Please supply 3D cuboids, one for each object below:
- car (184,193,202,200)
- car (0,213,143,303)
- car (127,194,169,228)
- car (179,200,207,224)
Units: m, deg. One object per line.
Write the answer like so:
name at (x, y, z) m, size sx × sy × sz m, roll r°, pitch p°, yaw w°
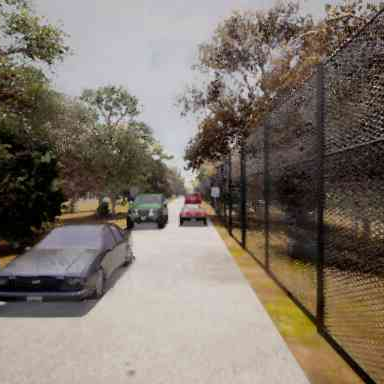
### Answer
car at (0.117, 1.075, 43.362) m, size 2.150 × 2.045 × 5.566 m, roll 0°, pitch 0°, yaw 0°
car at (-2.775, 1.518, 8.566) m, size 2.033 × 1.411 × 5.357 m, roll 0°, pitch 0°, yaw 1°
car at (-2.749, 1.148, 21.720) m, size 2.150 × 2.045 × 5.566 m, roll 0°, pitch 0°, yaw 0°
car at (0.089, 1.520, 23.737) m, size 1.895 × 1.301 × 4.718 m, roll 0°, pitch 0°, yaw 0°
